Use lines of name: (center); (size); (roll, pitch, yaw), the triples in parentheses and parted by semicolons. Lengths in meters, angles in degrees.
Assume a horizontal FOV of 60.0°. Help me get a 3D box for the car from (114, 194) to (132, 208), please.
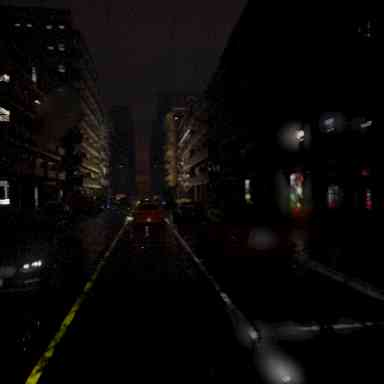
car: (-9.818, 1.463, 48.726); (1.882, 1.535, 5.008); (-1, 0, -8)

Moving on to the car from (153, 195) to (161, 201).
car: (-8.916, 1.475, 83.736); (1.802, 1.307, 4.206); (-1, 0, -8)

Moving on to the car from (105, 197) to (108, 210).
car: (-10.847, 1.564, 37.326); (1.752, 1.417, 4.829); (-1, 0, -8)

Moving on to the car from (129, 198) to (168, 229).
car: (-2.801, 1.434, 21.501); (1.882, 1.535, 5.008); (-1, 0, -8)

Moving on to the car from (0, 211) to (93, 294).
car: (-4.248, 1.525, 8.981); (2.128, 1.511, 4.902); (-1, 0, -8)

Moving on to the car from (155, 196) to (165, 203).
car: (-6.537, 1.466, 66.831); (1.802, 1.307, 4.206); (-1, 0, -8)

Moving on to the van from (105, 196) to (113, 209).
van: (-11.665, 1.376, 43.126); (1.690, 1.788, 3.998); (-1, 0, -8)

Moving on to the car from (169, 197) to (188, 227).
car: (-0.194, 1.349, 21.755); (1.967, 1.590, 4.097); (-1, 0, -8)

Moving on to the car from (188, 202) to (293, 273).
car: (1.390, 1.243, 10.485); (2.192, 1.841, 5.009); (-1, 0, -8)

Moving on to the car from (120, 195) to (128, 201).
car: (-18.007, 1.616, 88.205); (1.947, 1.339, 4.313); (-1, 0, -8)

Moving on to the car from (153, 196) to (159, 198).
car: (-4.822, 1.485, 35.815); (2.033, 1.411, 5.357); (-1, 0, -8)

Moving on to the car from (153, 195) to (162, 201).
car: (-8.123, 1.471, 78.101); (1.802, 1.307, 4.206); (-1, 0, -8)

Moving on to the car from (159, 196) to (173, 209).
car: (-2.572, 1.470, 38.659); (1.802, 1.307, 4.206); (-1, 0, -8)

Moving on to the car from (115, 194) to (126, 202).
car: (-16.424, 1.355, 76.934); (2.192, 1.841, 5.009); (-1, 0, -8)

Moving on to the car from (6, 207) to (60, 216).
car: (-7.697, 1.620, 14.956); (2.008, 1.369, 4.403); (-1, 0, -8)

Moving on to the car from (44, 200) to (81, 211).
car: (-8.492, 1.500, 20.590); (1.967, 1.590, 4.097); (-1, 0, -8)

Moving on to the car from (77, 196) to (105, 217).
car: (-10.079, 1.359, 31.858); (2.192, 1.841, 5.009); (-1, 0, -8)

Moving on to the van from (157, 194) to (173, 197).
van: (-3.368, 1.225, 44.291); (1.690, 1.788, 3.998); (-1, 0, -8)

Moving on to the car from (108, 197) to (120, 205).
car: (-14.042, 1.615, 60.032); (1.802, 1.307, 4.206); (-1, 0, -8)
